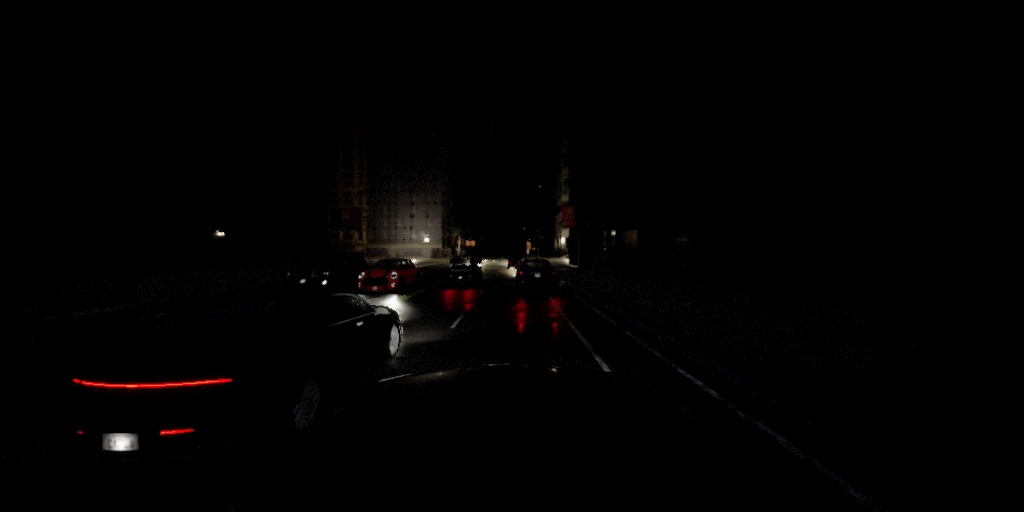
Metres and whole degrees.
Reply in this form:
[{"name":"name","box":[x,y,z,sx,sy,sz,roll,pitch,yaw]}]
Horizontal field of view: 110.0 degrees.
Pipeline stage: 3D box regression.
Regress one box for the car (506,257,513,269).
[{"name":"car","box":[0.385,0.850,44.206,1.812,1.442,4.674,0,0,1]}]

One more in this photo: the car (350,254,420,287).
[{"name":"car","box":[-6.500,0.924,19.298,2.097,1.767,4.553,0,1,1]}]

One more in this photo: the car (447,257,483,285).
[{"name":"car","box":[-3.008,1.022,23.472,2.128,1.511,4.902,0,1,1]}]

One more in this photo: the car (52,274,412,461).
[{"name":"car","box":[-3.138,1.218,5.297,1.837,1.490,4.892,0,1,0]}]

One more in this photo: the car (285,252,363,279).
[{"name":"car","box":[-9.751,0.790,19.507,2.150,2.045,5.566,0,1,1]}]

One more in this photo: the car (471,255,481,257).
[{"name":"car","box":[-6.021,0.644,59.774,1.882,1.535,5.008,0,1,1]}]

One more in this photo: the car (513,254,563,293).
[{"name":"car","box":[1.230,0.927,19.121,2.097,1.767,4.553,0,1,1]}]
